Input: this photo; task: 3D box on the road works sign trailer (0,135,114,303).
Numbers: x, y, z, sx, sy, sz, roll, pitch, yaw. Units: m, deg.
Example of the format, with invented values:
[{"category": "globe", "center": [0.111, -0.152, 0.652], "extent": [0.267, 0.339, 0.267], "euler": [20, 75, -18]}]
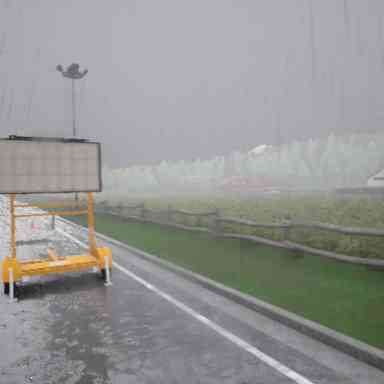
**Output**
[{"category": "road works sign trailer", "center": [-3.547, 0.430, 8.465], "extent": [2.380, 3.560, 2.880], "euler": [-2, 1, -30]}]
